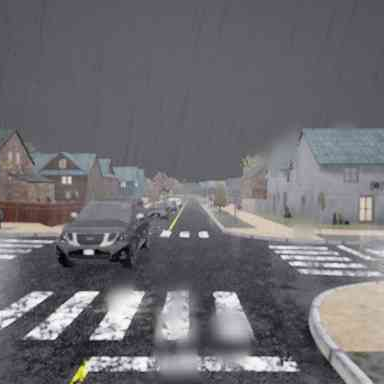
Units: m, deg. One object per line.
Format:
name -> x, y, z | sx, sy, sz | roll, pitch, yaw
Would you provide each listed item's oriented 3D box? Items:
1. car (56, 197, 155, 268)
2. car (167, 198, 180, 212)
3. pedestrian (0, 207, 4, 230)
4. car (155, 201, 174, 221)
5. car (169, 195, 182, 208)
car -> -2.835, 1.241, 11.888 | 2.150, 2.045, 5.566 | 1, 1, 0
car -> -2.877, 1.760, 40.856 | 1.994, 1.385, 4.181 | 0, 0, 0
pedestrian -> -9.696, 1.331, 16.793 | 0.500, 1.100, 0.500 | 0, 0, 1
car -> -2.877, 1.702, 28.251 | 1.994, 1.385, 4.181 | 0, 0, 0
car -> -2.846, 1.478, 55.170 | 2.150, 2.045, 5.566 | 0, 0, 1
